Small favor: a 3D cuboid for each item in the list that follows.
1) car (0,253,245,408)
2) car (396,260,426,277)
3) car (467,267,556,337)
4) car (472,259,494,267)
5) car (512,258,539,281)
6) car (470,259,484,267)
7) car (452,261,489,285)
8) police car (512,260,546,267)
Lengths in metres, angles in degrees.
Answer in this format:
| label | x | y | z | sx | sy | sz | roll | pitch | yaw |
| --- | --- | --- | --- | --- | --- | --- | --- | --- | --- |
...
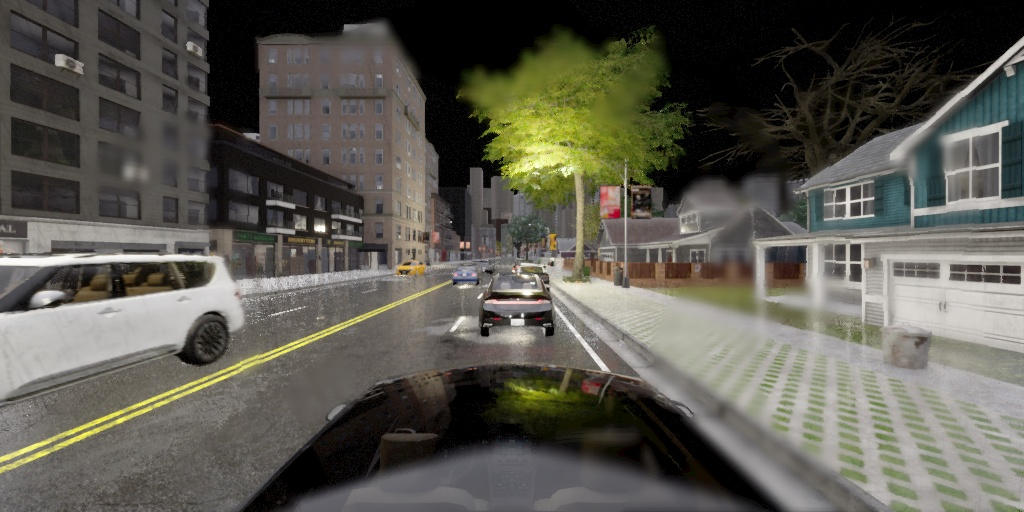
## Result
| label | x | y | z | sx | sy | sz | roll | pitch | yaw |
| --- | --- | --- | --- | --- | --- | --- | --- | --- | --- |
| car | -6.589 | 0.971 | 5.065 | 2.150 | 2.045 | 5.566 | 0 | 0 | 0 |
| car | -9.734 | 1.203 | 34.900 | 1.882 | 1.535 | 5.008 | 0 | 0 | 0 |
| car | 0.128 | 1.239 | 10.296 | 2.128 | 1.511 | 4.902 | 0 | 0 | 0 |
| car | -3.020 | 1.284 | 40.421 | 1.994 | 1.385 | 4.181 | 0 | 0 | 1 |
| car | 1.074 | 1.081 | 30.406 | 2.097 | 1.767 | 4.553 | 0 | 0 | 0 |
| car | -6.307 | 1.261 | 65.022 | 1.994 | 1.385 | 4.181 | 0 | 0 | 1 |
| car | -3.066 | 1.282 | 25.763 | 2.033 | 1.411 | 5.357 | 0 | 0 | 0 |
| police car | 1.040 | 1.165 | 20.545 | 1.930 | 1.638 | 5.238 | 0 | 0 | 0 |
